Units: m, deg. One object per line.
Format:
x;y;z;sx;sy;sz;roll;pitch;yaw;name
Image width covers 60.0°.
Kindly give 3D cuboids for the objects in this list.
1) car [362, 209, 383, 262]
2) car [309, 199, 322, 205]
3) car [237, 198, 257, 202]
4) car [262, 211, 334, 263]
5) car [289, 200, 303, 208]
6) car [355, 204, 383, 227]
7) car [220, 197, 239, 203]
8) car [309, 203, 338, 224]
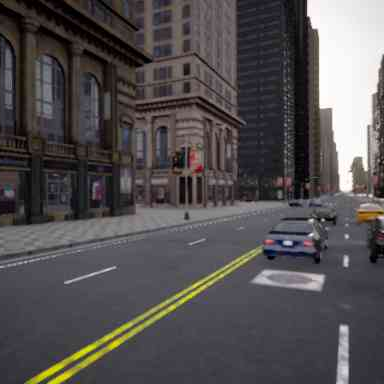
7.441;1.614;12.179;1.837;1.490;4.892;0;0;25;car
21.251;1.985;57.236;1.882;1.535;5.008;0;-1;26;car
15.471;2.228;90.894;4.507;1.381;1.887;0;0;25;car
4.074;1.662;12.671;2.033;1.411;5.357;0;-1;25;car
18.320;2.124;58.618;1.895;1.301;4.718;0;-1;26;car
14.111;1.709;26.436;1.882;1.535;5.008;0;0;25;car
10.516;2.191;93.175;4.829;1.417;1.752;0;0;25;car
10.736;1.840;26.912;1.895;1.301;4.718;0;-1;25;car
